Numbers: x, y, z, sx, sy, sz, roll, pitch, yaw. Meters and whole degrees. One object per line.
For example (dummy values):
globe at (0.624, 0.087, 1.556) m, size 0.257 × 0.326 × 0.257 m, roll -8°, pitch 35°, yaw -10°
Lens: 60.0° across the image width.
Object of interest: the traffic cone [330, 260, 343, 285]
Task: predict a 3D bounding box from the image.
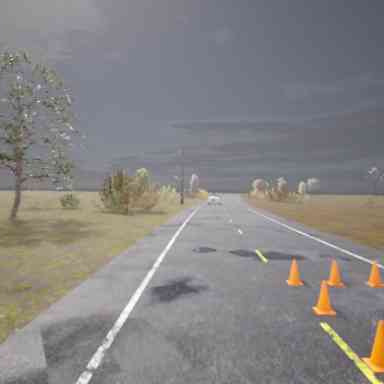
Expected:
traffic cone at (3.577, 2.007, 8.349) m, size 0.340 × 0.580 × 0.340 m, roll 1°, pitch 0°, yaw 1°

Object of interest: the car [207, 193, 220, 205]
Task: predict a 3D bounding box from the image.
car at (4.038, 1.274, 61.804) m, size 2.150 × 2.045 × 5.566 m, roll 1°, pitch 0°, yaw 5°

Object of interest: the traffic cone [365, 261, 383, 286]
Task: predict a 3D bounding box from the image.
traffic cone at (4.576, 2.022, 8.326) m, size 0.340 × 0.580 × 0.340 m, roll 1°, pitch 0°, yaw 1°

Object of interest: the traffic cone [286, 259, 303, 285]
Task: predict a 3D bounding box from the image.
traffic cone at (2.577, 1.993, 8.373) m, size 0.340 × 0.580 × 0.340 m, roll 1°, pitch 0°, yaw 1°

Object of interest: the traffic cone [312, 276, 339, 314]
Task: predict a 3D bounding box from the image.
traffic cone at (2.531, 1.992, 6.373) m, size 0.340 × 0.580 × 0.340 m, roll 1°, pitch 0°, yaw 1°

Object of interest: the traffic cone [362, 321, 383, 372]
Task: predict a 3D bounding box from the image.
traffic cone at (2.484, 1.991, 4.374) m, size 0.340 × 0.580 × 0.340 m, roll 1°, pitch 0°, yaw 1°
